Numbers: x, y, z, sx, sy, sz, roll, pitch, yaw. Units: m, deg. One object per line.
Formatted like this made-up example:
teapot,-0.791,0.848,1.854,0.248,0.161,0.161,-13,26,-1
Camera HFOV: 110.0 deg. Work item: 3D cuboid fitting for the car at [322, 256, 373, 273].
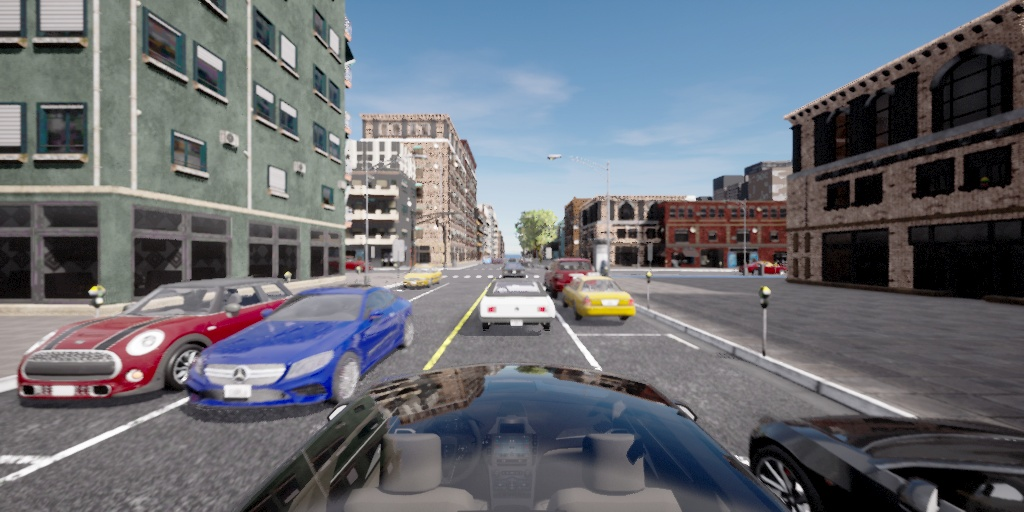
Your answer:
car,-17.191,0.901,37.413,5.009,1.841,2.192,0,0,0

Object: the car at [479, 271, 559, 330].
car,0.122,1.322,10.922,1.895,1.301,4.718,0,0,0

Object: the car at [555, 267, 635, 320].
car,2.715,1.243,12.225,1.751,1.417,4.829,0,0,0

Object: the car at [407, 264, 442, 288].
car,-5.641,1.208,22.985,1.751,1.417,4.829,0,0,0

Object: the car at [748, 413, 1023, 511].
car,2.688,1.318,0.976,1.948,1.339,4.313,0,0,0

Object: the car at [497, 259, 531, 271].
car,0.045,1.212,28.988,2.033,1.411,5.357,0,0,-3

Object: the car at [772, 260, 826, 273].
car,34.678,1.263,43.432,5.008,1.535,1.882,1,0,0

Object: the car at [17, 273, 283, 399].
car,-5.679,1.174,6.536,1.967,1.591,4.097,0,0,0

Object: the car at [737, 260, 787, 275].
car,26.233,1.309,37.565,4.507,1.381,1.888,0,0,0

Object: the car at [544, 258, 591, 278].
car,2.728,1.015,17.595,2.192,1.841,5.009,0,0,0

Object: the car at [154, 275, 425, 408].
car,-3.089,1.261,6.373,1.812,1.442,4.674,0,0,0

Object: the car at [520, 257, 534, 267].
car,2.832,1.144,61.084,2.007,1.370,4.403,0,0,0
